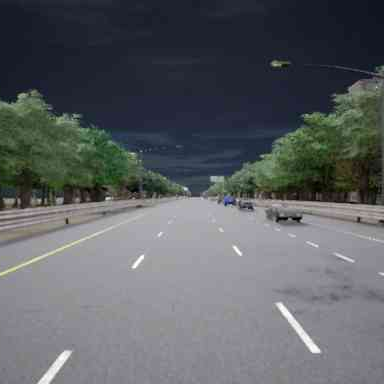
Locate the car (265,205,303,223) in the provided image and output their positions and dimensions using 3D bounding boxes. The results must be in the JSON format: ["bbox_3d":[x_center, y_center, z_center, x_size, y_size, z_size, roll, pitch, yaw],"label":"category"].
[{"bbox_3d":[7.039,1.701,26.091,1.895,1.301,4.718,0,0,0],"label":"car"}]

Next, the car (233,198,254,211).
[{"bbox_3d":[7.113,1.792,45.115,1.837,1.490,4.892,0,-1,0],"label":"car"}]

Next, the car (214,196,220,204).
[{"bbox_3d":[7.366,1.986,81.464,2.150,2.045,5.566,0,-1,1],"label":"car"}]

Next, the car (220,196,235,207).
[{"bbox_3d":[7.228,1.758,64.375,2.150,2.045,5.566,0,-1,0],"label":"car"}]
